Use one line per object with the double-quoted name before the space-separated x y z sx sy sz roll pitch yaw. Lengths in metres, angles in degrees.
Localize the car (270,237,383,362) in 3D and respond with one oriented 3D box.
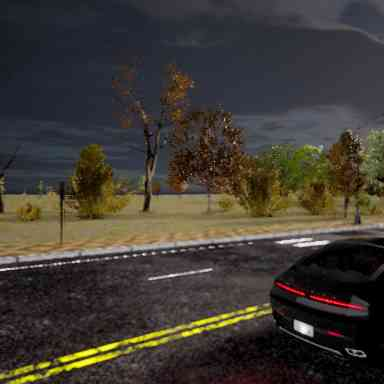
"car" 3.478 1.562 5.766 4.892 1.490 1.837 0 0 -34
